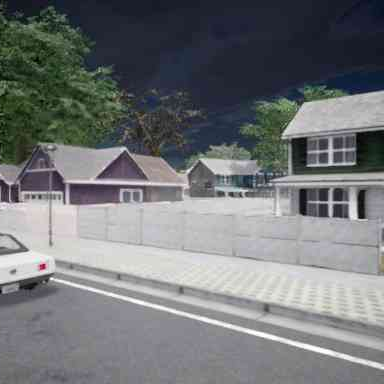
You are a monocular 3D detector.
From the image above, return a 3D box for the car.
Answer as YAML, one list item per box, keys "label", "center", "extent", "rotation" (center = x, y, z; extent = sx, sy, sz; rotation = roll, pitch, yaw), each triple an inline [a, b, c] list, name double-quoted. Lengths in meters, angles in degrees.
- label: "car"
  center: [-5.356, 1.604, 7.815]
  extent: [4.718, 1.301, 1.895]
  rotation: [0, 0, 36]
